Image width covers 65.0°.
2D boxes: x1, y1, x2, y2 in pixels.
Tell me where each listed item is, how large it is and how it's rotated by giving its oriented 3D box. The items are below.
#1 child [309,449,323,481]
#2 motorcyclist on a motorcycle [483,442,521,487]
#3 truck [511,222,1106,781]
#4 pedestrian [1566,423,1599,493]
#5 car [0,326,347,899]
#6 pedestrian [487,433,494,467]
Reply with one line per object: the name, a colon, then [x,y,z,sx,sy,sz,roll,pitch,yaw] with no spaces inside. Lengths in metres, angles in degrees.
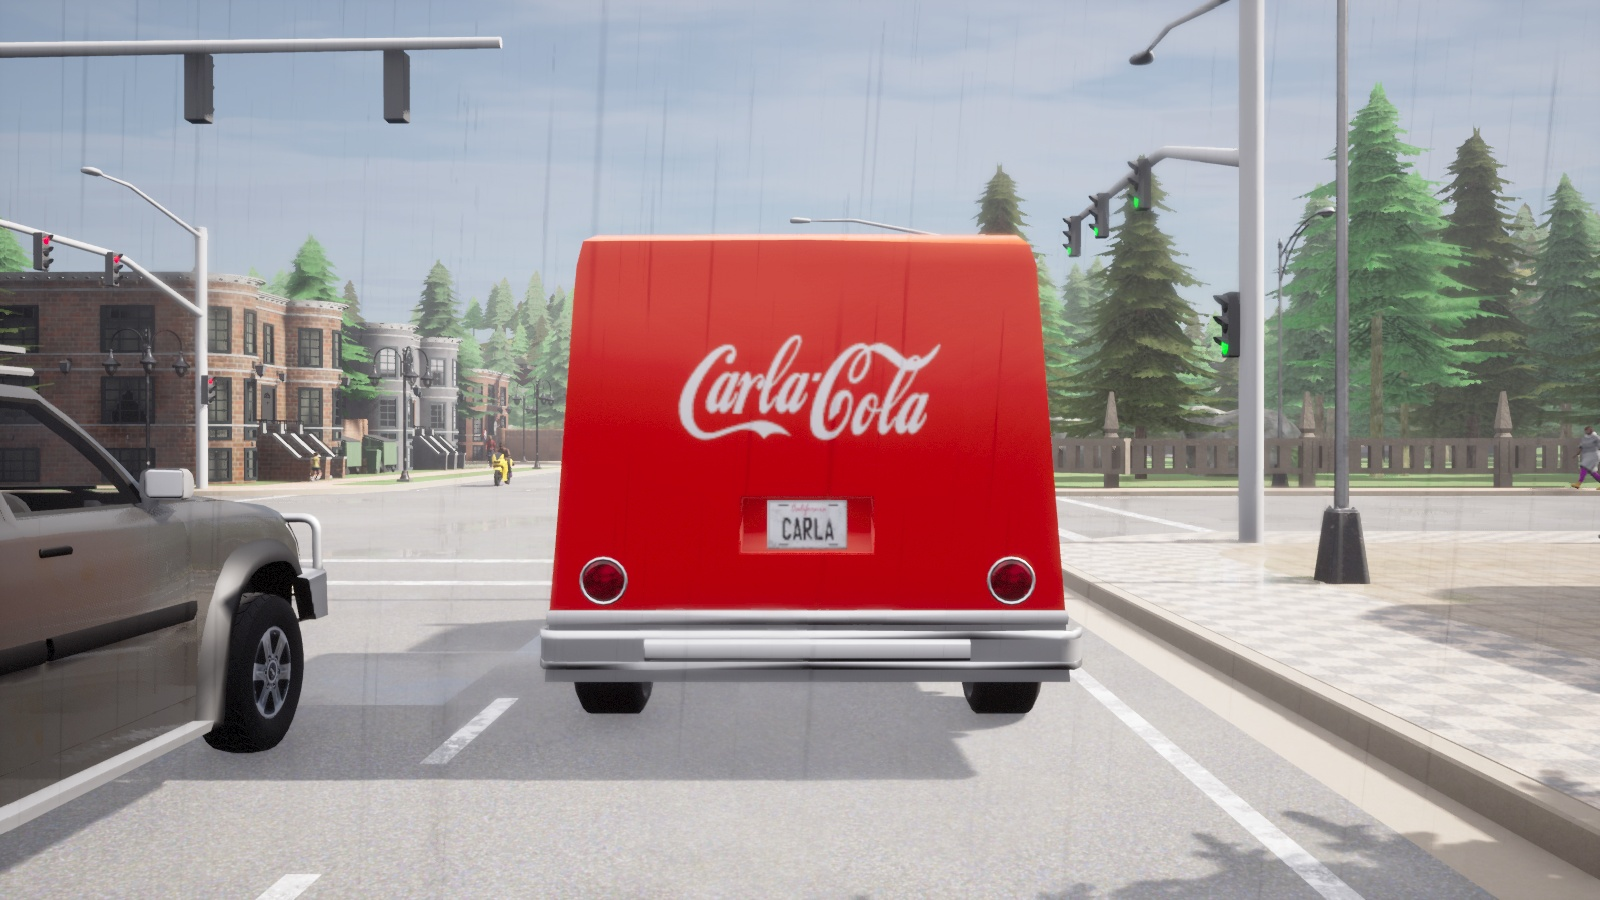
child: [-16.683,0.523,43.296,0.255,1.110,0.394,0,0,12]
motorcyclist on a motorcycle: [-10.318,0.475,43.537,0.797,1.523,2.044,0,0,0]
truck: [0.046,0.214,8.158,2.627,2.467,5.204,0,0,0]
pedestrian: [22.113,0.224,35.218,0.873,1.952,0.659,0,0,-1]
car: [-3.469,0.534,4.594,1.932,1.855,4.605,0,0,0]
pedestrian: [-16.770,-0.001,68.033,0.331,1.846,0.636,0,0,-7]
